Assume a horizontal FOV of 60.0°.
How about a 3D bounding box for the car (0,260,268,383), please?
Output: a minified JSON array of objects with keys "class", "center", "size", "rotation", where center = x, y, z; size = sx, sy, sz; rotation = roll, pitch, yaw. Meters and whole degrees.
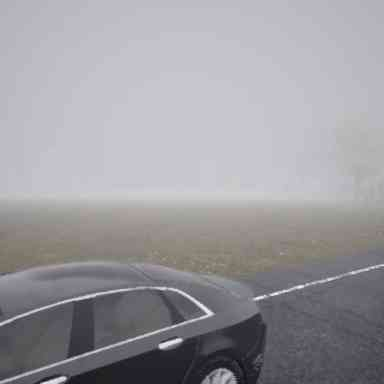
[{"class":"car","center":[-1.430,1.504,2.973],"size":[4.892,1.490,1.837],"rotation":[0,0,-36]}]
